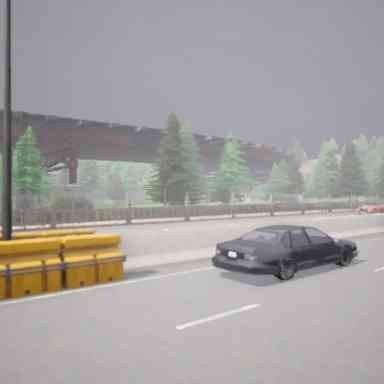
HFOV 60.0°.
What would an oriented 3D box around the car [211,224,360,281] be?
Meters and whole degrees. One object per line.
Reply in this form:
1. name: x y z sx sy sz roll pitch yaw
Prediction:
1. car: 3.112 1.737 10.467 5.357 1.411 2.033 0 -1 -36
